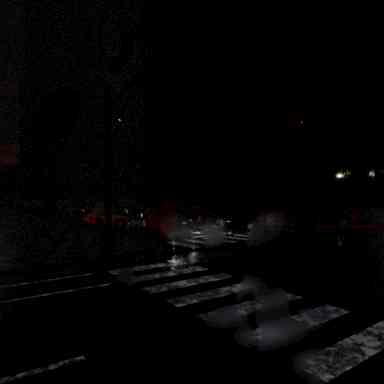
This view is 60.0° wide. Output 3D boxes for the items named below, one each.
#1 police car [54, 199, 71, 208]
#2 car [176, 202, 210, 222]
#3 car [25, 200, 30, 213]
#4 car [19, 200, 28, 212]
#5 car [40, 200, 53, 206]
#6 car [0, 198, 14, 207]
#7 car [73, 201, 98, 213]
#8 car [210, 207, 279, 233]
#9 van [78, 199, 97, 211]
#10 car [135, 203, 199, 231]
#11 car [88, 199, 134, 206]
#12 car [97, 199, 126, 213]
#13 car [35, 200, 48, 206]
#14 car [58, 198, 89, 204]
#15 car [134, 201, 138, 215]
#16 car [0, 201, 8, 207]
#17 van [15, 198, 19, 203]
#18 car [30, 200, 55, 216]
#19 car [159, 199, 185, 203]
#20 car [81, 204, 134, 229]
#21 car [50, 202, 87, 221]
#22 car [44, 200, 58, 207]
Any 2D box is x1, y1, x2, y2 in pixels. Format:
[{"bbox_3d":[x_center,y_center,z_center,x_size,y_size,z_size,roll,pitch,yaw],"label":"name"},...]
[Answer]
[{"bbox_3d":[-25.460,2.308,65.428,1.930,1.638,5.238,0,-1,-35],"label":"police car"},{"bbox_3d":[0.581,1.830,29.450,1.887,1.381,4.507,-1,0,-35],"label":"car"},{"bbox_3d":[-20.526,2.196,44.434,1.887,1.381,4.507,-1,0,-35],"label":"car"},{"bbox_3d":[-23.358,2.157,48.416,1.967,1.590,4.097,-1,0,-35],"label":"car"},{"bbox_3d":[-34.749,2.661,79.170,1.947,1.339,4.313,-1,0,-35],"label":"car"},{"bbox_3d":[-41.294,2.667,73.662,1.887,1.381,4.507,-1,0,-35],"label":"car"},{"bbox_3d":[-15.060,2.117,46.879,1.837,1.490,4.892,0,-1,-35],"label":"car"},{"bbox_3d":[3.383,1.735,20.931,1.994,1.385,4.181,0,-1,-35],"label":"car"},{"bbox_3d":[-17.074,2.038,54.352,1.690,1.788,3.998,-1,0,-35],"label":"van"},{"bbox_3d":[-1.850,1.759,22.803,1.837,1.490,4.892,0,-1,-35],"label":"car"},{"bbox_3d":[-7.605,1.742,30.866,2.097,1.767,4.553,0,-1,-35],"label":"car"},{"bbox_3d":[-11.191,1.876,46.051,2.192,1.841,5.009,-1,0,-35],"label":"car"},{"bbox_3d":[-37.762,2.711,83.411,2.008,1.369,4.403,-1,0,-35],"label":"car"},{"bbox_3d":[-13.760,1.756,39.544,2.150,2.045,5.566,0,-1,-35],"label":"car"},{"bbox_3d":[-5.302,2.005,37.751,1.802,1.307,4.206,-1,0,-35],"label":"car"},{"bbox_3d":[-44.407,2.771,78.045,1.802,1.307,4.206,-1,0,-35],"label":"car"},{"bbox_3d":[-26.190,2.123,52.399,1.690,1.788,3.998,-1,0,-35],"label":"van"},{"bbox_3d":[-17.702,1.901,40.451,2.192,1.841,5.009,-1,0,-35],"label":"car"},{"bbox_3d":[-2.366,1.669,33.601,2.192,1.841,5.009,-1,0,-35],"label":"car"},{"bbox_3d":[-6.279,1.844,24.381,1.752,1.417,4.829,-1,0,-35],"label":"car"},{"bbox_3d":[-12.036,2.005,32.485,2.008,1.369,4.403,-1,0,-35],"label":"car"},{"bbox_3d":[-31.735,2.596,74.929,1.947,1.339,4.313,-1,0,-35],"label":"car"}]
